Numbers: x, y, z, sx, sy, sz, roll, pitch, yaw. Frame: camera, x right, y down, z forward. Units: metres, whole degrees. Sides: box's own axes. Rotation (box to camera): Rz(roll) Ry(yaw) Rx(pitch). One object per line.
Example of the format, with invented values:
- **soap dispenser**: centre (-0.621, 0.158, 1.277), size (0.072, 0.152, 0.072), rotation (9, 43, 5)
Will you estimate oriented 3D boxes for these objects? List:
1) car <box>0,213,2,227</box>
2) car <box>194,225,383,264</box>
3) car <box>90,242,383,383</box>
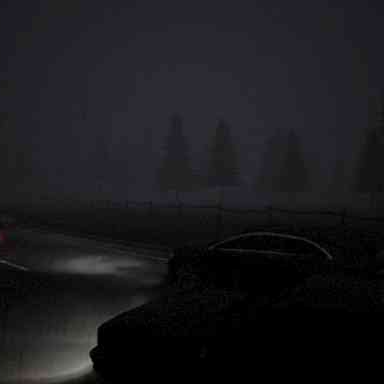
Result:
- **car**: centre (-13.484, 1.499, 21.287), size (1.812, 1.442, 4.674), rotation (0, 0, -40)
- **car**: centre (1.645, 1.475, 7.123), size (4.902, 1.511, 2.128), rotation (0, 0, 36)
- **car**: centre (1.449, 1.539, 2.923), size (5.357, 1.411, 2.033), rotation (0, 0, 36)
